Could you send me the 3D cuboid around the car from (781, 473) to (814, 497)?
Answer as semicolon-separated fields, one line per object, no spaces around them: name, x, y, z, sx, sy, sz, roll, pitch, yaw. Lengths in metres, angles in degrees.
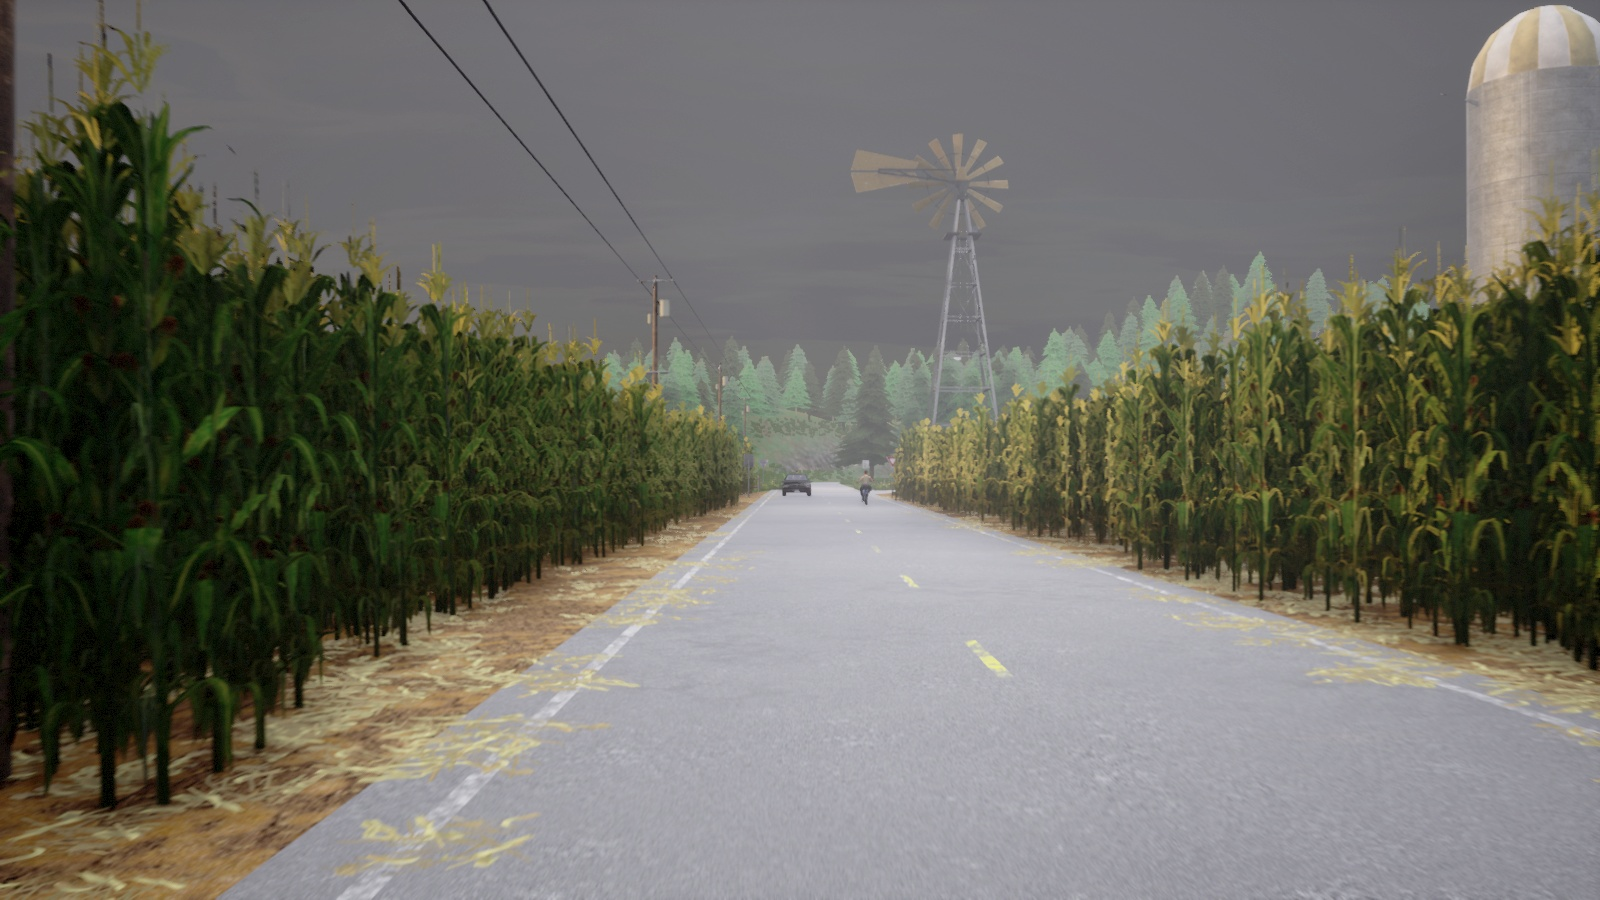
car;-0.190;2.192;79.374;2.033;1.411;5.357;0;-1;0
